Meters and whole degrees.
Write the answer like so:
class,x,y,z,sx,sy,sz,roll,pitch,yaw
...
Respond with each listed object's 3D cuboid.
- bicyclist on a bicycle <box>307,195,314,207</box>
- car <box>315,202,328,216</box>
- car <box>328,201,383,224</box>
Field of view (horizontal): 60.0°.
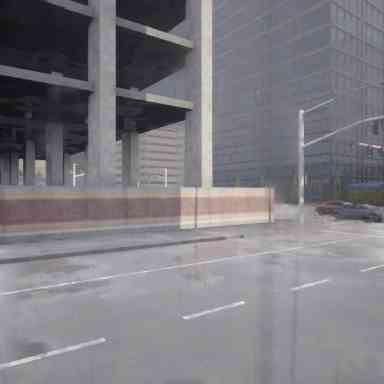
class,x,y,z,sx,sy,sz,roll,pitch,yaw
bicyclist on a bicycle,16.514,1.298,46.176,1.656,1.620,0.582,0,0,-36
car,13.492,1.524,30.104,1.812,1.442,4.674,0,0,-37
car,12.841,1.563,24.878,1.994,1.385,4.181,0,0,-36
